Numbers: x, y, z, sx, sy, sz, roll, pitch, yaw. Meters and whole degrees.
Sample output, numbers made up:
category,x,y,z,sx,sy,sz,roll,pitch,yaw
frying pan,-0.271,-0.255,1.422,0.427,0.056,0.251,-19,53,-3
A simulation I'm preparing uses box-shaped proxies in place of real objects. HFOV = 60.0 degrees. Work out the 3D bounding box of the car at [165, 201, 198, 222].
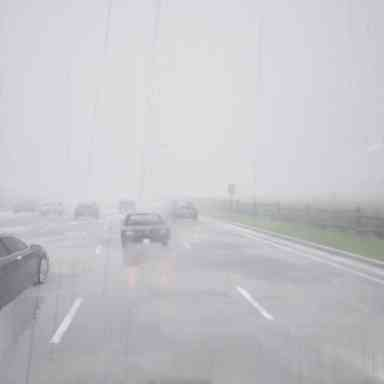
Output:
category,x,y,z,sx,sy,sz,roll,pitch,yaw
car,-0.845,1.391,24.830,2.128,1.511,4.902,-1,0,-13

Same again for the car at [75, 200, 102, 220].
category,x,y,z,sx,sy,sz,roll,pitch,yaw
car,-8.788,1.460,28.253,2.128,1.511,4.902,-1,0,-13

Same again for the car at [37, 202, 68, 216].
category,x,y,z,sx,sy,sz,roll,pitch,yaw
car,-13.306,1.598,32.422,1.895,1.301,4.718,-1,0,-13

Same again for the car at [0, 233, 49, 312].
category,x,y,z,sx,sy,sz,roll,pitch,yaw
car,-4.291,1.521,6.466,1.837,1.490,4.892,0,0,-8

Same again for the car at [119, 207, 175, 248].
category,x,y,z,sx,sy,sz,roll,pitch,yaw
car,-2.178,1.559,14.689,1.895,1.301,4.718,-1,0,-12

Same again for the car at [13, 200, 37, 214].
category,x,y,z,sx,sy,sz,roll,pitch,yaw
car,-17.695,1.576,35.992,2.033,1.411,5.357,-1,0,-13

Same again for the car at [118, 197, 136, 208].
category,x,y,z,sx,sy,sz,roll,pitch,yaw
car,-7.689,1.386,39.301,1.882,1.535,5.008,-1,0,-13
